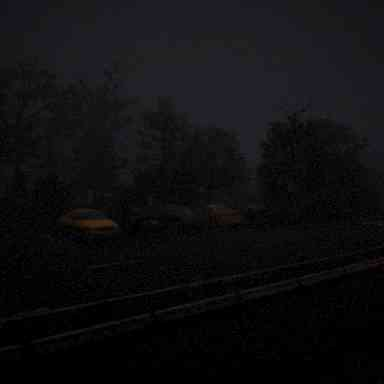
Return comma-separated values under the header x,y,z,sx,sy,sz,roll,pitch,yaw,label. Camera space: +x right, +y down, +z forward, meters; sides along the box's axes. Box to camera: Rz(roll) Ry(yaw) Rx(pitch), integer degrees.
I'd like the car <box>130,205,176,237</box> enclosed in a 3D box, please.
x,y,z,sx,sy,sz,roll,pitch,yaw,label
-3.270,1.607,18.985,2.163,1.488,4.792,0,0,-36,car

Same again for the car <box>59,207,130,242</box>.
x,y,z,sx,sy,sz,roll,pitch,yaw,label
-5.386,1.563,17.200,1.946,1.575,5.366,0,0,-36,car

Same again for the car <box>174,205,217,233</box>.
x,y,z,sx,sy,sz,roll,pitch,yaw,label
-1.024,1.584,20.573,2.231,1.521,4.892,0,0,-36,car

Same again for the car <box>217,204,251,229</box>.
x,y,z,sx,sy,sz,roll,pitch,yaw,label
1.218,1.587,22.170,2.097,1.535,5.008,0,0,-36,car

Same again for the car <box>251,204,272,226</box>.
x,y,z,sx,sy,sz,roll,pitch,yaw,label
3.456,1.590,23.778,2.231,1.521,4.892,0,0,-36,car
